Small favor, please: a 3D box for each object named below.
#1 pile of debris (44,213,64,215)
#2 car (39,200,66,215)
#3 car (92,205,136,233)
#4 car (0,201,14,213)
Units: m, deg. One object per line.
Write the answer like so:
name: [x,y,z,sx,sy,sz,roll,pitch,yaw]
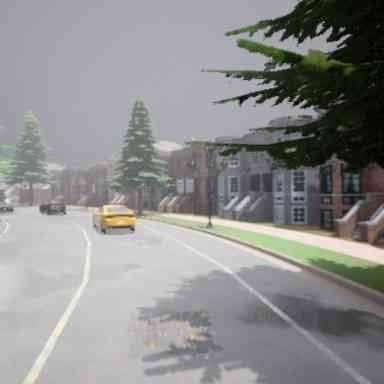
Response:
pile of debris: [-14.776,2.343,35.593,1.500,0.140,1.860,0,0,-38]
car: [-15.144,1.663,36.072,2.128,1.511,4.902,0,0,-37]
car: [-4.899,1.544,20.529,1.882,1.535,5.008,0,0,-24]
car: [-22.534,1.802,39.467,1.994,1.385,4.181,0,0,-39]
